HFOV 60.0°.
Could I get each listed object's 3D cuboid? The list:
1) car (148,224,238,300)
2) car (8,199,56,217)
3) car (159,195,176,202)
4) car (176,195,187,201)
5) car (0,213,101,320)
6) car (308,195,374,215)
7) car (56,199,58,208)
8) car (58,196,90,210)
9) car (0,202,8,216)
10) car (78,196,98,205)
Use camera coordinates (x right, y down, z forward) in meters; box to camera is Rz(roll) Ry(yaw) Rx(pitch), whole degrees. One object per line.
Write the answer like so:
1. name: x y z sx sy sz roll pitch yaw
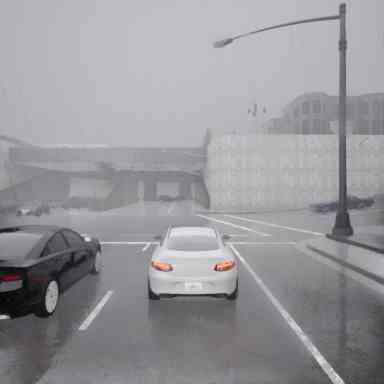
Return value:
1. car: 0.013 1.526 8.268 1.812 1.442 4.674 0 0 0
2. car: -14.192 1.493 29.897 2.128 1.511 4.902 0 0 -8
3. car: -5.394 1.553 74.350 1.994 1.385 4.181 0 0 5
4. car: -2.916 1.552 83.875 1.994 1.385 4.181 0 0 27
5. car: -3.480 1.478 7.467 1.882 1.535 5.008 0 0 0
6. car: 12.034 1.012 27.133 4.718 1.301 1.895 -6 0 -1
7. car: -18.729 1.601 44.364 1.895 1.301 4.718 0 0 -2
8. car: -15.192 1.353 43.300 2.097 1.767 4.553 0 0 -2
9. car: -17.989 1.601 31.902 1.895 1.301 4.718 0 0 -6
10. car: -19.275 1.547 61.916 2.033 1.411 5.357 0 0 -1
